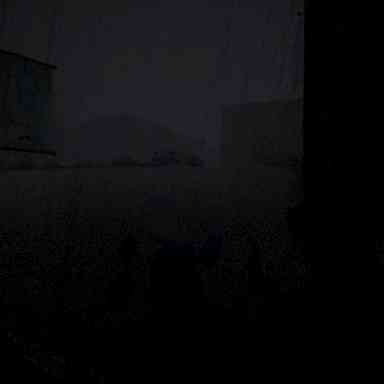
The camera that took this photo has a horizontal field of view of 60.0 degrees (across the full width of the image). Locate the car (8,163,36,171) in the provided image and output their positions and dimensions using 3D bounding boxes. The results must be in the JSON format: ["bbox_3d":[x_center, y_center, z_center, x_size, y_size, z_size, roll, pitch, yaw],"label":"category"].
[{"bbox_3d":[-21.443,-3.128,43.778,4.792,1.488,2.163,1,0,29],"label":"car"}]

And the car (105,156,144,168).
[{"bbox_3d":[-6.665,-3.114,36.269,4.553,1.767,2.185,1,0,26],"label":"car"}]

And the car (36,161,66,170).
[{"bbox_3d":[-16.578,-3.069,41.170,4.674,1.452,2.002,1,0,28],"label":"car"}]

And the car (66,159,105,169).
[{"bbox_3d":[-11.746,-3.058,38.712,4.892,1.521,2.231,1,0,27],"label":"car"}]

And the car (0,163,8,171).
[{"bbox_3d":[-26.437,-3.334,46.580,4.553,1.767,2.185,1,0,31],"label":"car"}]

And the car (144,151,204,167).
[{"bbox_3d":[-1.565,-3.148,33.930,5.566,2.045,2.435,1,1,25],"label":"car"}]

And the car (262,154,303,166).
[{"bbox_3d":[8.622,-2.609,29.681,4.674,1.452,2.002,2,1,22],"label":"car"}]
